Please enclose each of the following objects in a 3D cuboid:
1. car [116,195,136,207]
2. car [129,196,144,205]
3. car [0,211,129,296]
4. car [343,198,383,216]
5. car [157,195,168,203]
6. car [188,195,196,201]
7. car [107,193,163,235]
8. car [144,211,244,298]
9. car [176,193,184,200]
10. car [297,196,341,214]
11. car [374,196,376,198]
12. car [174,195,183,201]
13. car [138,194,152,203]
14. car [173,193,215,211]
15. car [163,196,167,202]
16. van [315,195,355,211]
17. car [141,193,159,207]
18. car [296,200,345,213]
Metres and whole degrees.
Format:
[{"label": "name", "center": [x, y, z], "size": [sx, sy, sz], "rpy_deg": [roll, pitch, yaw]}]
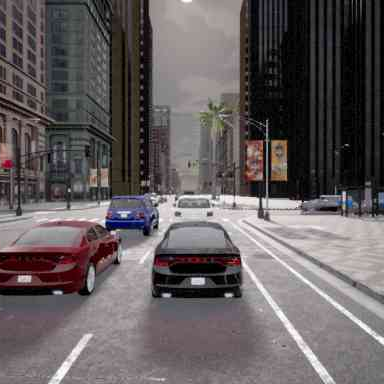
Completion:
[{"label": "car", "center": [-9.876, 1.353, 50.320], "size": [2.097, 1.767, 4.553], "rpy_deg": [0, 0, 1]}, {"label": "car", "center": [-9.833, 1.528, 59.014], "size": [1.812, 1.442, 4.674], "rpy_deg": [0, 0, 0]}, {"label": "car", "center": [-3.150, 1.477, 8.706], "size": [1.882, 1.535, 5.008], "rpy_deg": [0, 0, 0]}, {"label": "car", "center": [17.069, 1.548, 31.206], "size": [4.403, 1.369, 2.008], "rpy_deg": [0, 0, 0]}, {"label": "car", "center": [-6.504, 1.529, 73.496], "size": [2.128, 1.511, 4.902], "rpy_deg": [0, 0, 0]}, {"label": "car", "center": [-0.004, 1.505, 83.177], "size": [1.837, 1.490, 4.892], "rpy_deg": [0, 0, 0]}, {"label": "car", "center": [-3.180, 1.221, 18.570], "size": [2.150, 2.045, 5.566], "rpy_deg": [0, 0, 2]}, {"label": "car", "center": [0.098, 1.477, 8.551], "size": [1.882, 1.535, 5.008], "rpy_deg": [0, 0, 0]}, {"label": "car", "center": [-3.254, 1.193, 91.973], "size": [2.097, 1.767, 4.553], "rpy_deg": [0, 0, 0]}, {"label": "car", "center": [13.444, 1.484, 33.922], "size": [4.902, 1.511, 2.128], "rpy_deg": [0, 0, 1]}, {"label": "car", "center": [24.001, 1.198, 37.067], "size": [5.566, 2.045, 2.150], "rpy_deg": [0, 0, 0]}, {"label": "car", "center": [-3.254, 1.496, 81.583], "size": [1.837, 1.490, 4.892], "rpy_deg": [0, 0, 0]}, {"label": "car", "center": [-9.753, 1.358, 69.227], "size": [2.097, 1.767, 4.553], "rpy_deg": [0, 0, 0]}, {"label": "car", "center": [0.101, 1.221, 18.510], "size": [2.150, 2.045, 5.566], "rpy_deg": [0, 0, 0]}, {"label": "car", "center": [-6.559, 1.493, 63.022], "size": [2.128, 1.511, 4.902], "rpy_deg": [0, 0, 1]}, {"label": "van", "center": [17.064, 1.314, 39.730], "size": [3.998, 1.788, 1.690], "rpy_deg": [0, 0, 0]}, {"label": "car", "center": [-6.594, 1.223, 52.523], "size": [2.150, 2.045, 5.566], "rpy_deg": [0, 0, 0]}, {"label": "car", "center": [14.243, 1.584, 37.068], "size": [4.718, 1.301, 1.895], "rpy_deg": [0, 0, 0]}]
